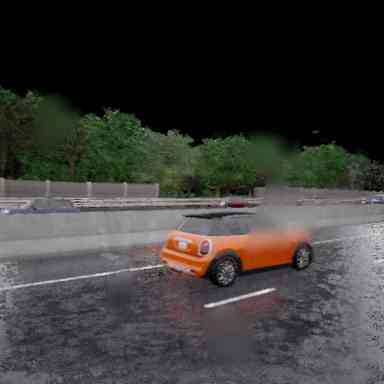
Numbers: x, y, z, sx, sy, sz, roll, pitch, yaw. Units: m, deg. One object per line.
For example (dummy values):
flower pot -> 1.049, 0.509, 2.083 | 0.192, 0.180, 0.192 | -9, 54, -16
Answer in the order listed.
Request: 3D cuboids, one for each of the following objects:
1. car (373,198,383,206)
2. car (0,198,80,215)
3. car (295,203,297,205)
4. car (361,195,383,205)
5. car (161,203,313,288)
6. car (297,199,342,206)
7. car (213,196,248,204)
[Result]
car -> 36.516, 1.931, 63.160 | 4.892, 1.490, 1.837 | 1, 0, -38
car -> -8.920, 1.164, 19.385 | 4.553, 1.767, 2.097 | 1, 0, -38
car -> 14.810, 1.619, 42.109 | 4.181, 1.385, 1.994 | 1, 0, -38
car -> 25.688, 1.424, 46.069 | 5.566, 2.045, 2.150 | 1, 0, -38
car -> 1.449, 1.349, 9.452 | 4.553, 1.767, 2.097 | 1, 0, -38
car -> 12.532, 1.567, 31.514 | 4.902, 1.511, 2.128 | 1, 0, -38
car -> 4.405, 1.292, 38.503 | 4.553, 1.767, 2.097 | 1, 0, -38
